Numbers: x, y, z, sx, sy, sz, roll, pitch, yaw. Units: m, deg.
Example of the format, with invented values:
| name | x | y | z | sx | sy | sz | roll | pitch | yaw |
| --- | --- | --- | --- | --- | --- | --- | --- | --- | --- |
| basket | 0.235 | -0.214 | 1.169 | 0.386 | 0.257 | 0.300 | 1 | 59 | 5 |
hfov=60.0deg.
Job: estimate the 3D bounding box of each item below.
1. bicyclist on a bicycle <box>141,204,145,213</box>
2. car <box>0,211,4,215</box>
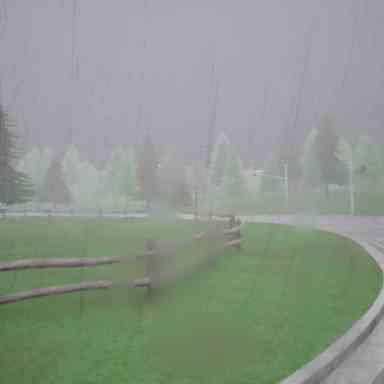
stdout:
| name | x | y | z | sx | sy | sz | roll | pitch | yaw |
| --- | --- | --- | --- | --- | --- | --- | --- | --- | --- |
| bicyclist on a bicycle | -8.989 | 3.084 | 61.193 | 0.582 | 1.620 | 1.656 | -1 | -1 | 19 |
| car | -38.050 | 3.578 | 63.234 | 4.902 | 1.511 | 2.128 | -1 | -2 | 19 |
